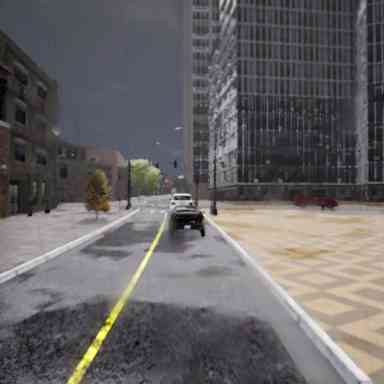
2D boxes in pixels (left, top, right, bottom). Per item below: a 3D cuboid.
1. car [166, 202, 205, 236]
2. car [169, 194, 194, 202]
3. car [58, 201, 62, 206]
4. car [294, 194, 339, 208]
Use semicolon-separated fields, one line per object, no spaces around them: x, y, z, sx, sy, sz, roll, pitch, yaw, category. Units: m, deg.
-0.313;1.477;18.219;1.837;1.490;4.892;0;-1;-2;car
-0.988;1.181;32.020;2.150;2.045;5.566;0;0;-3;car
-21.886;1.499;50.637;4.313;1.339;1.947;0;-1;16;car
14.774;1.125;39.814;5.009;1.841;2.192;0;-1;16;car
